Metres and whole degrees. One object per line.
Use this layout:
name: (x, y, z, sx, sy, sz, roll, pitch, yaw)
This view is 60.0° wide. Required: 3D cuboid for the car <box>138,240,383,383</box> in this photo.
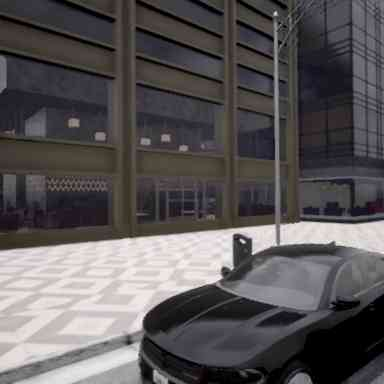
car: (1.624, 1.536, 4.772, 5.008, 1.535, 1.882, 0, -1, -39)
